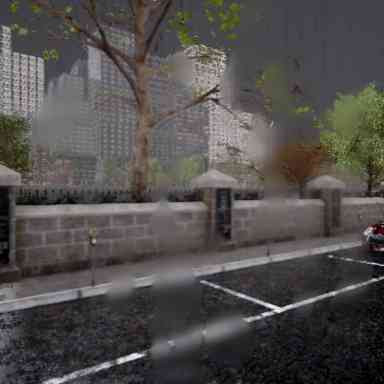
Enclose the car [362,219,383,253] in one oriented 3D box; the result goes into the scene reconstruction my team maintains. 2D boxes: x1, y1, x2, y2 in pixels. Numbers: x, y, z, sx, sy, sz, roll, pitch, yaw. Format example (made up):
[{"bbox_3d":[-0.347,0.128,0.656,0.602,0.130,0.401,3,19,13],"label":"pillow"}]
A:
[{"bbox_3d":[8.096,1.404,12.329,4.097,1.590,1.967,0,0,-35],"label":"car"}]
